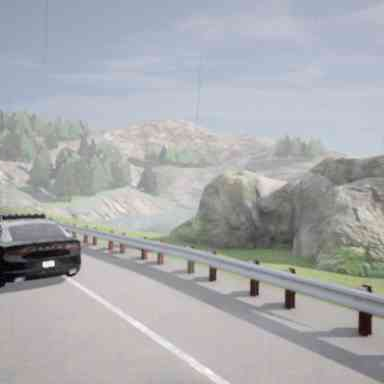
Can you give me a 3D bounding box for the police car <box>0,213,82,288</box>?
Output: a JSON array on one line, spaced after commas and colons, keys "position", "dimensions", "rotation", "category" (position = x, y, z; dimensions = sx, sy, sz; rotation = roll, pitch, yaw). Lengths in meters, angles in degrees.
[{"position": [-4.882, 1.443, 9.623], "dimensions": [1.930, 1.638, 5.238], "rotation": [0, 0, -38], "category": "police car"}]
